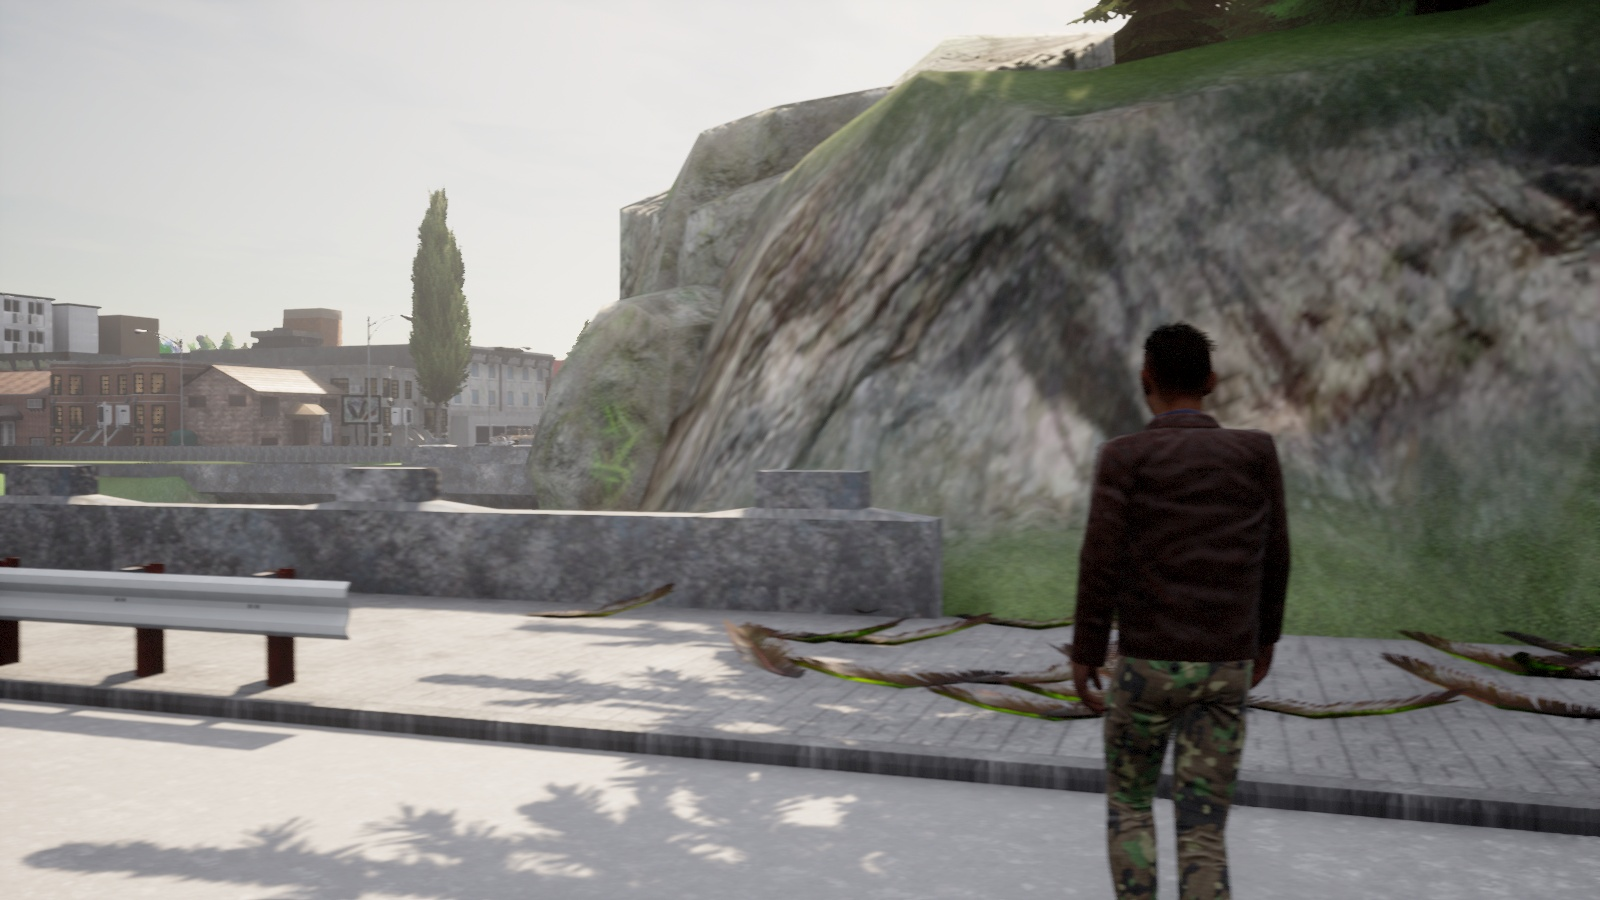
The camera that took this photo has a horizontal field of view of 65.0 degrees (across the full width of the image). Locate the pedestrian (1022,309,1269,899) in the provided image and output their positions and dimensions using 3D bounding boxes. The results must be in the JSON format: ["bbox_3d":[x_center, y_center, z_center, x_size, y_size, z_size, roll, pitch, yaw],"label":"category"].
[{"bbox_3d":[0.890,0.578,3.366,0.431,1.840,0.703,0,1,-2],"label":"pedestrian"}]

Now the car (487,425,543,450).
[{"bbox_3d":[-21.234,-0.936,93.622,1.932,1.855,4.605,1,1,19],"label":"car"}]
